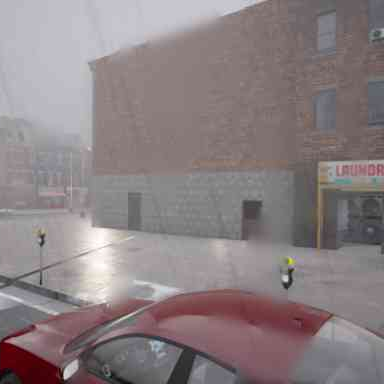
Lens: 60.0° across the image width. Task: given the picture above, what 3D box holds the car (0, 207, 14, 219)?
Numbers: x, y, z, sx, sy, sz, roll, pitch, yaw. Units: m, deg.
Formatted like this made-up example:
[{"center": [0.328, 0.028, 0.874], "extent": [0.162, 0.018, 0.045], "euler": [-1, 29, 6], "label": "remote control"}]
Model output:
[{"center": [-19.157, 1.836, 30.501], "extent": [1.895, 1.301, 4.718], "euler": [1, 0, 36], "label": "car"}]

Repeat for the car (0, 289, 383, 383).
[{"center": [0.102, 1.544, 2.727], "extent": [4.507, 1.381, 1.887], "euler": [0, 1, 36], "label": "car"}]
